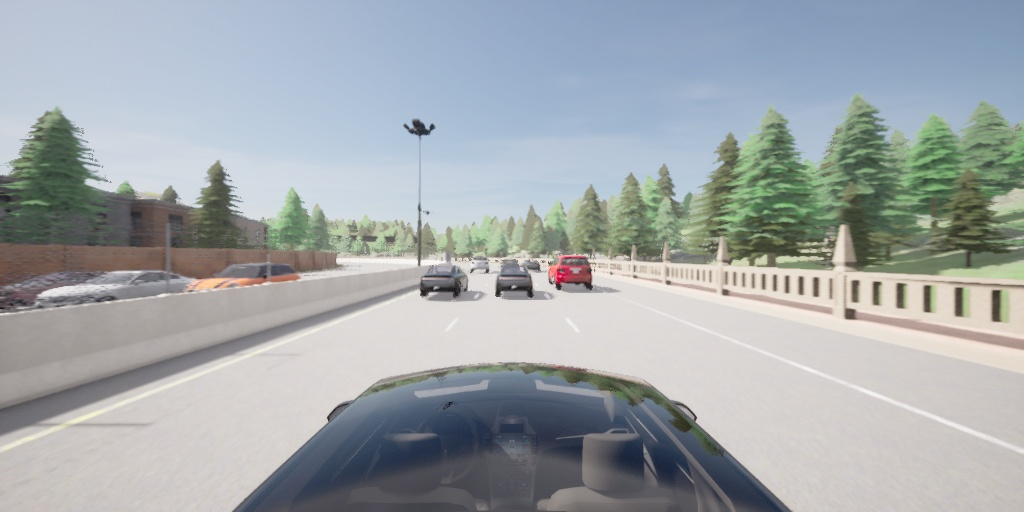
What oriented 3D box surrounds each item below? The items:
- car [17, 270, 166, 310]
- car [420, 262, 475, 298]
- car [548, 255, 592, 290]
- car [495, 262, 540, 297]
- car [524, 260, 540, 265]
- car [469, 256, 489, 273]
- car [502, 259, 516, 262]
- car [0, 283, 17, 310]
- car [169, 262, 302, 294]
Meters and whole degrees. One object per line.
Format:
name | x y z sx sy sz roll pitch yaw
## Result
car | -14.043 1.249 13.220 1.812 1.442 4.674 0 0 1
car | -3.398 1.238 18.547 2.128 1.511 4.902 0 0 0
car | 3.600 0.983 22.868 2.150 2.045 5.566 0 0 0
car | 0.102 1.245 19.124 2.128 1.511 4.902 0 0 0
car | 2.431 1.253 47.551 2.128 1.511 4.902 0 0 -9
car | -4.088 0.970 44.661 2.150 2.045 5.566 1 0 -7
car | -0.401 1.106 40.528 2.097 1.767 4.553 0 0 -5
car | -17.535 1.281 14.316 1.994 1.385 4.181 0 0 0
car | -10.533 1.082 14.406 2.097 1.767 4.553 0 0 1
